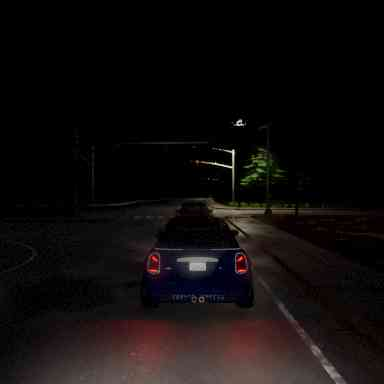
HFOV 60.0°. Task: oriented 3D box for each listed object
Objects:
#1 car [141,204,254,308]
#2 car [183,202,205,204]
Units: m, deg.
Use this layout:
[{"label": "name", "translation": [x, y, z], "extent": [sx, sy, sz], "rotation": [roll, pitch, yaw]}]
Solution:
[{"label": "car", "translation": [0.101, 1.347, 8.060], "extent": [2.097, 1.767, 4.553], "rotation": [0, 0, 0]}, {"label": "car", "translation": [0.106, 1.338, 18.181], "extent": [2.097, 1.767, 4.553], "rotation": [0, 0, 0]}]
